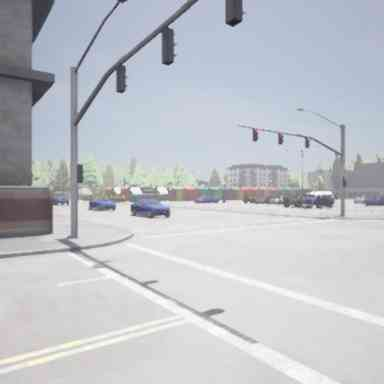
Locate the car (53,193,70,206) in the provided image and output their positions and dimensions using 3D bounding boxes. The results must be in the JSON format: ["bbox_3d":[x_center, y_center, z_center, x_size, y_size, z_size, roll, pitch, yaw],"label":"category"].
[{"bbox_3d":[-21.798,1.148,54.748,2.150,2.045,5.566,0,0,-35],"label":"car"}]

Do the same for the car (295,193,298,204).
[{"bbox_3d":[20.108,1.109,71.586,4.605,1.855,1.932,0,0,-35],"label":"car"}]

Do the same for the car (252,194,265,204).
[{"bbox_3d":[12.573,1.331,56.212,3.905,1.438,1.784,0,0,-35],"label":"car"}]

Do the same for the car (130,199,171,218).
[{"bbox_3d":[-3.703,1.411,29.254,1.882,1.535,5.008,0,0,-36],"label":"car"}]

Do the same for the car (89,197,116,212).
[{"bbox_3d":[-10.454,1.411,38.709,1.882,1.535,5.008,0,0,-36],"label":"car"}]

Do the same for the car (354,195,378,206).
[{"bbox_3d":[29.908,1.352,57.821,3.806,1.475,1.970,0,0,-35],"label":"car"}]

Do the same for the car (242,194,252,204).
[{"bbox_3d":[10.987,1.121,58.378,4.605,1.855,1.932,0,0,-35],"label":"car"}]

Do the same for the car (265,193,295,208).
[{"bbox_3d":[14.238,1.363,53.845,3.806,1.475,1.970,0,0,-35],"label":"car"}]

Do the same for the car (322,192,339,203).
[{"bbox_3d":[34.422,1.099,81.688,3.866,1.878,1.905,0,0,-35],"label":"car"}]

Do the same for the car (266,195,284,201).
[{"bbox_3d":[18.493,1.320,73.992,3.905,1.438,1.784,0,0,-35],"label":"car"}]
